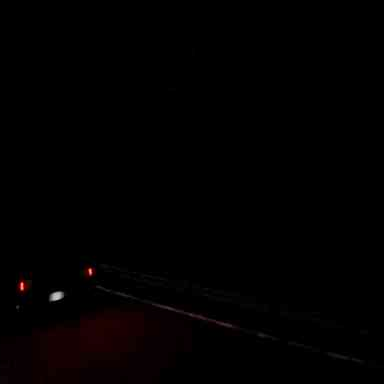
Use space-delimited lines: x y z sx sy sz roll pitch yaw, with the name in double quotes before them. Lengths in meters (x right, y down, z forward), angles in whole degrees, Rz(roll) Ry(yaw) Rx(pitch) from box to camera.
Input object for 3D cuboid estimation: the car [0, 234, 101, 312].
"car" -4.171 1.605 7.482 4.718 1.301 1.895 0 0 40
